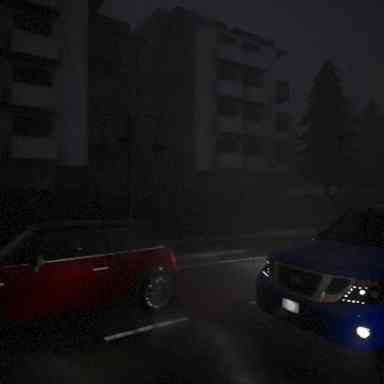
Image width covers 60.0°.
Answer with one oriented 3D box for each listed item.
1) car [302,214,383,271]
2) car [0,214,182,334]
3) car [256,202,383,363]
[{"bbox_3d":[6.625,1.544,11.426,5.357,1.411,2.033,0,0,-23],"label":"car"},{"bbox_3d":[-2.526,1.350,6.116,4.553,1.767,2.097,0,0,-33],"label":"car"},{"bbox_3d":[3.777,1.221,5.933,5.566,2.045,2.150,0,0,-29],"label":"car"}]
